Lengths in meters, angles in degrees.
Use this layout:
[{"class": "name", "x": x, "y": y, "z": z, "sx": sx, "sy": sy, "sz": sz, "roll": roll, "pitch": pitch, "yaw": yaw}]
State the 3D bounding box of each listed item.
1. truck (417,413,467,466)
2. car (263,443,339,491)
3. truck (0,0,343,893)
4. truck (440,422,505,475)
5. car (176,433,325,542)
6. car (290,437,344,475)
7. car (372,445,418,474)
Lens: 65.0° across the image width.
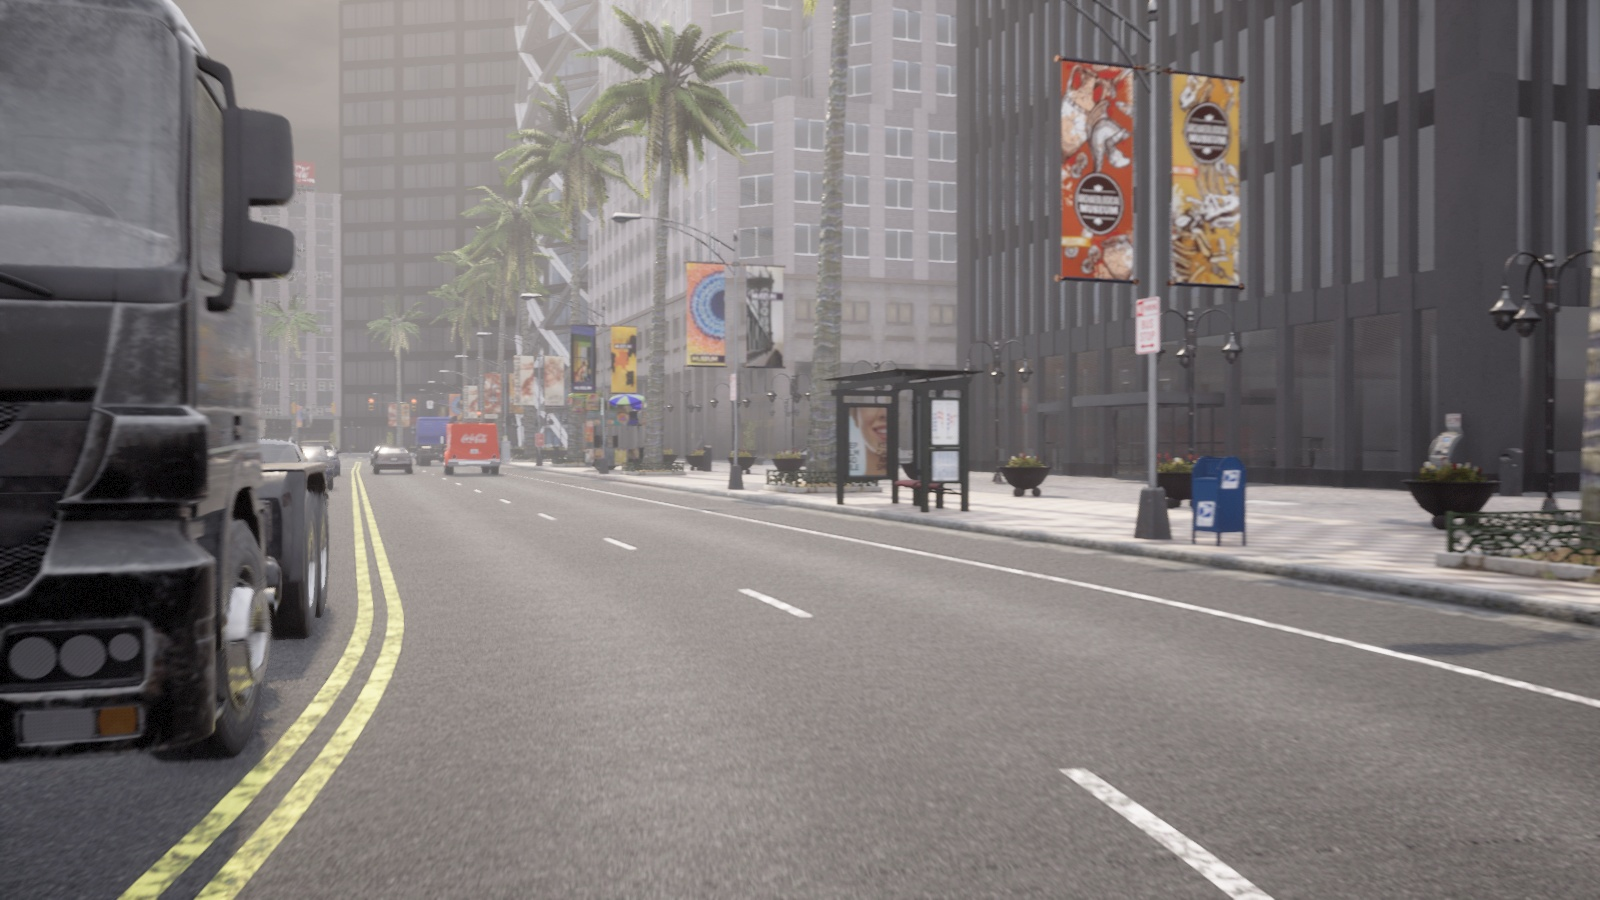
[{"class": "truck", "x": -24.564, "y": -0.718, "z": 85.914, "sx": 2.891, "sy": 3.462, "sz": 7.936, "roll": 0, "pitch": 0, "yaw": -19}, {"class": "car", "x": -16.291, "y": 0.515, "z": 41.201, "sx": 2.163, "sy": 1.488, "sz": 4.792, "roll": 0, "pitch": 0, "yaw": -20}, {"class": "truck", "x": -4.611, "y": -0.278, "z": 7.724, "sx": 2.891, "sy": 3.462, "sz": 7.936, "roll": 0, "pitch": 0, "yaw": -16}, {"class": "truck", "x": -16.078, "y": -0.086, "z": 61.449, "sx": 2.627, "sy": 2.467, "sz": 5.204, "roll": 0, "pitch": 0, "yaw": -20}, {"class": "car", "x": -9.350, "y": 0.555, "z": 21.729, "sx": 2.033, "sy": 1.649, "sz": 4.856, "roll": 0, "pitch": 0, "yaw": -20}, {"class": "car", "x": -22.457, "y": 0.262, "z": 58.495, "sx": 2.242, "sy": 1.667, "sz": 4.611, "roll": 0, "pitch": 0, "yaw": -20}, {"class": "car", "x": -20.384, "y": 0.439, "z": 63.106, "sx": 2.033, "sy": 1.411, "sz": 5.357, "roll": 0, "pitch": 0, "yaw": -20}]
